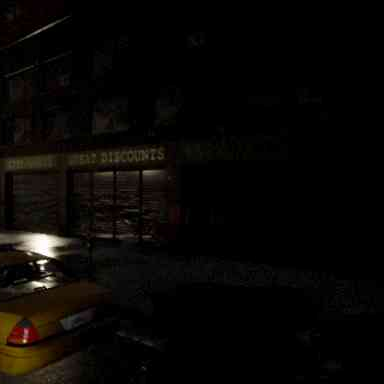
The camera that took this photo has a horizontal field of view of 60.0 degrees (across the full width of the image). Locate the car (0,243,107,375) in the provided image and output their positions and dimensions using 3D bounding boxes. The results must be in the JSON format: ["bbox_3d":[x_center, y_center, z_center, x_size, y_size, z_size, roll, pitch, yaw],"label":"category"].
[{"bbox_3d":[-3.266,1.521,5.418,4.829,1.417,1.752,0,1,35],"label":"car"}]

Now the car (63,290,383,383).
[{"bbox_3d":[1.419,1.551,2.075,4.403,1.369,2.008,0,1,35],"label":"car"}]
